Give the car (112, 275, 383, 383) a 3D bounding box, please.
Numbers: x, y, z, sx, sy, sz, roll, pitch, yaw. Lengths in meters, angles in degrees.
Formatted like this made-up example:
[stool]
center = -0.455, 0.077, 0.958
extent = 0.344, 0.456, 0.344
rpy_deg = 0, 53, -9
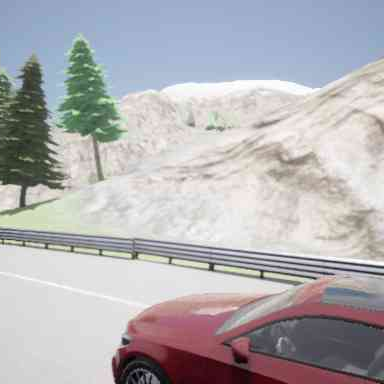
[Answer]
[car]
center = 1.345, 1.521, 2.937
extent = 4.674, 1.442, 1.812
rpy_deg = 0, 0, 35
